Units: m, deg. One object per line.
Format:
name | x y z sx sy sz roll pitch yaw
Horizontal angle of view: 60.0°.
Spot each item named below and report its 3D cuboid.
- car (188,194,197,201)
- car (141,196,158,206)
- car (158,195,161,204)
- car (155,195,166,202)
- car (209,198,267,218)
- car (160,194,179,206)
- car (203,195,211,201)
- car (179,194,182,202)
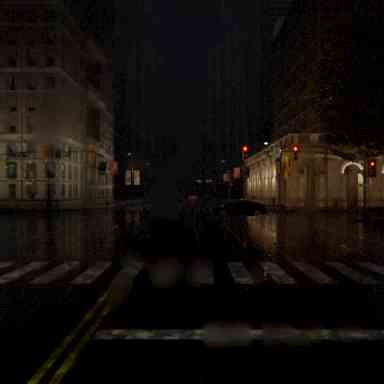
car | 0.133 1.257 78.609 2.097 1.767 4.553 0 0 1
car | -7.085 1.489 54.279 1.837 1.490 4.892 0 0 0
car | -7.049 1.546 63.785 1.994 1.385 4.181 0 0 2
car | -6.913 1.479 73.914 1.837 1.490 4.892 0 0 1
car | 4.172 1.495 29.428 4.892 1.490 1.837 0 0 0
car | -3.584 1.489 54.260 1.837 1.490 4.892 0 0 1
car | 3.633 1.442 78.607 2.033 1.411 5.357 0 0 1
car | -3.534 1.529 64.503 2.033 1.411 5.357 0 0 2
